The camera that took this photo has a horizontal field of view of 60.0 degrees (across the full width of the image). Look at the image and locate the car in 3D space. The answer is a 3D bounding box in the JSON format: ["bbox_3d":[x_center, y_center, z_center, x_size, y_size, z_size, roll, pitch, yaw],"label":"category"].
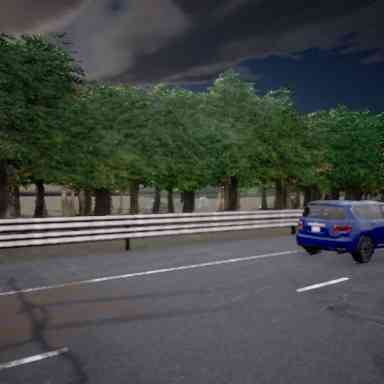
[{"bbox_3d":[6.339,1.339,12.554,5.566,2.045,2.150,0,0,-34],"label":"car"}]
